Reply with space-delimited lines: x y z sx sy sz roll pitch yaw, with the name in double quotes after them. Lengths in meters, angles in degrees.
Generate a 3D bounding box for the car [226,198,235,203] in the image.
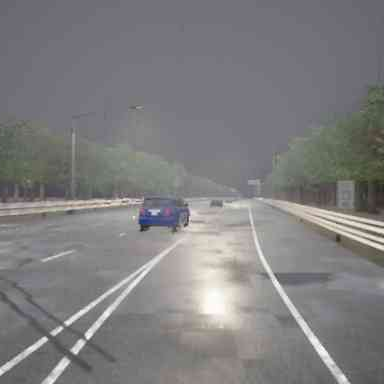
9.972 2.324 90.471 1.994 1.385 4.181 0 -1 10 "car"

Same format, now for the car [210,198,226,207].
4.201 1.765 55.781 1.837 1.490 4.892 0 -1 9 "car"

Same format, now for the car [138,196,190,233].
-1.562 1.262 20.309 2.150 2.045 5.566 0 0 9 "car"
